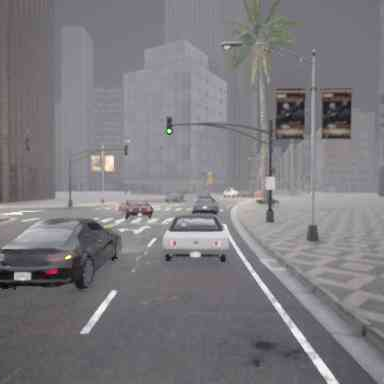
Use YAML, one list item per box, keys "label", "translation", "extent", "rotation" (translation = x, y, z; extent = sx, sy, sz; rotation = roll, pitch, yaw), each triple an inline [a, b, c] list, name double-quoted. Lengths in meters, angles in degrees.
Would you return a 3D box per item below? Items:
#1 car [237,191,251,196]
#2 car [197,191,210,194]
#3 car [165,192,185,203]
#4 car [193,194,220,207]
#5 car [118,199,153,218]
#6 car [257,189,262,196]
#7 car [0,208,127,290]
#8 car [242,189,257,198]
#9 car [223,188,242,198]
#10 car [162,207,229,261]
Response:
- label: "car"
  translation: [12.331, 0.338, 78.898]
  extent: [1.895, 1.301, 4.718]
  rotation: [1, 1, 27]
- label: "car"
  translation: [2.100, 0.522, 62.023]
  extent: [1.837, 1.490, 4.892]
  rotation: [0, 1, 19]
- label: "car"
  translation: [-2.311, 0.754, 46.319]
  extent: [1.837, 1.490, 4.892]
  rotation: [0, 1, 13]
- label: "car"
  translation: [1.199, 1.110, 27.064]
  extent: [1.994, 1.385, 4.181]
  rotation: [0, 1, 6]
- label: "car"
  translation: [-4.271, 1.183, 24.503]
  extent: [1.895, 1.301, 4.718]
  rotation: [0, 1, -20]
- label: "car"
  translation: [15.624, 0.126, 78.237]
  extent: [2.097, 1.767, 4.553]
  rotation: [1, 1, 27]
- label: "car"
  translation: [-3.147, 1.373, 8.530]
  extent: [1.812, 1.442, 4.674]
  rotation: [0, 1, 0]
- label: "car"
  translation: [11.463, 0.475, 68.750]
  extent: [2.033, 1.411, 5.357]
  rotation: [0, 1, 22]
- label: "car"
  translation: [8.109, 0.143, 69.082]
  extent: [2.150, 2.045, 5.566]
  rotation: [0, 1, 22]
- label: "car"
  translation: [0.142, 1.400, 11.393]
  extent: [1.895, 1.301, 4.718]
  rotation: [0, 1, 1]
